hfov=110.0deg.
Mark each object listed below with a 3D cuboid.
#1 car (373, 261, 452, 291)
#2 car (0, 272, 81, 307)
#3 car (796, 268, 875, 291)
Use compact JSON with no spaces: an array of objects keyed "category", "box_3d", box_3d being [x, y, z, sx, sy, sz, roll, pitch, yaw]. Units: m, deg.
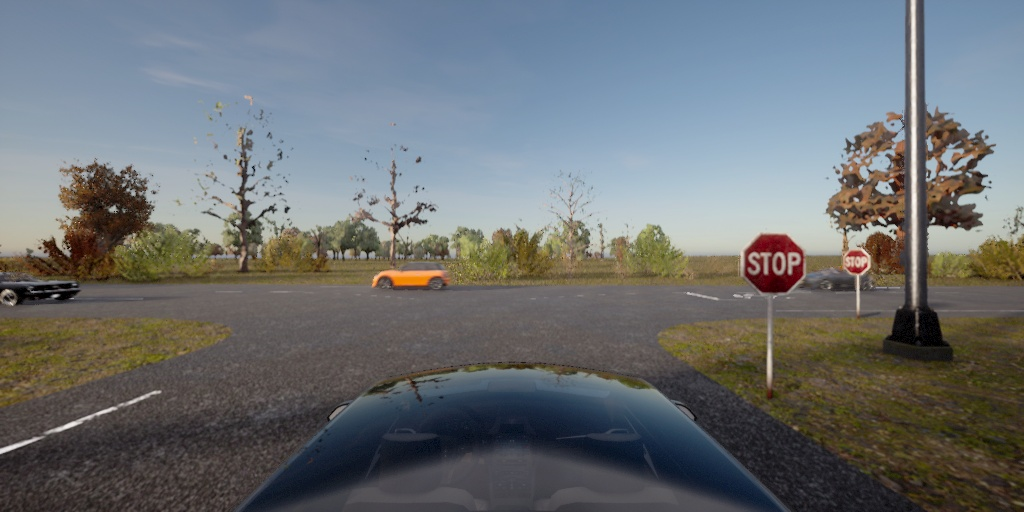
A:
[{"category":"car","box_3d":[-6.104,1.170,22.179,4.553,1.767,2.097,0,0,-1]},{"category":"car","box_3d":[-21.140,1.328,14.824,4.718,1.301,1.895,0,0,-1]},{"category":"car","box_3d":[20.272,1.486,22.763,4.181,1.385,1.994,0,0,-1]}]
